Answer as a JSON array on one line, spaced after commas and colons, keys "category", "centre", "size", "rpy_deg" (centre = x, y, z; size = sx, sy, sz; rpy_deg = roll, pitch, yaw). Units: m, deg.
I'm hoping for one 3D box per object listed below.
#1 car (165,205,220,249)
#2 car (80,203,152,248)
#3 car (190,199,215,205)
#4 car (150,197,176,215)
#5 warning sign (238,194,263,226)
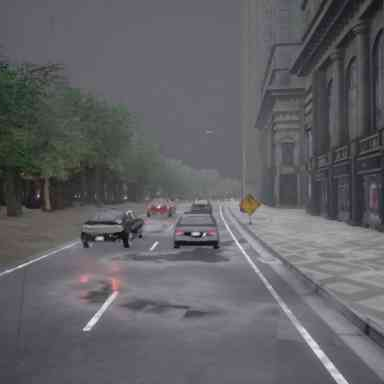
[{"category": "car", "centre": [0.221, 1.534, 14.418], "size": [2.033, 1.411, 5.357], "rpy_deg": [0, 0, 2]}, {"category": "car", "centre": [-3.278, 1.468, 14.523], "size": [2.128, 1.511, 4.902], "rpy_deg": [0, 0, 2]}, {"category": "car", "centre": [0.886, 1.394, 29.250], "size": [1.837, 1.490, 4.892], "rpy_deg": [0, 0, 3]}, {"category": "car", "centre": [-2.611, 1.248, 29.428], "size": [2.097, 1.767, 4.553], "rpy_deg": [0, 0, 3]}, {"category": "warning sign", "centre": [3.435, 1.054, 19.748], "size": [1.300, 1.860, 1.060], "rpy_deg": [-2, -1, 2]}]
